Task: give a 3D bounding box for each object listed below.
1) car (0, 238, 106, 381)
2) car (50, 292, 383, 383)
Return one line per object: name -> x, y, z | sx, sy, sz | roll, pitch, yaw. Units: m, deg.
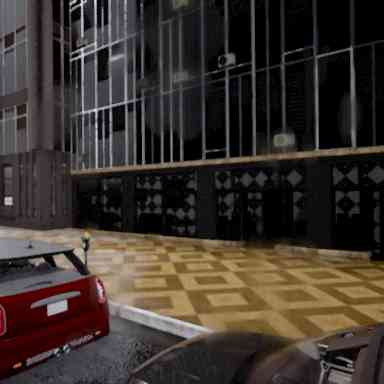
car -> -3.220, 1.431, 5.175 | 4.097, 1.590, 1.967 | 0, -1, 35
car -> 1.387, 1.551, 1.899 | 4.403, 1.369, 2.008 | 0, -1, 35
